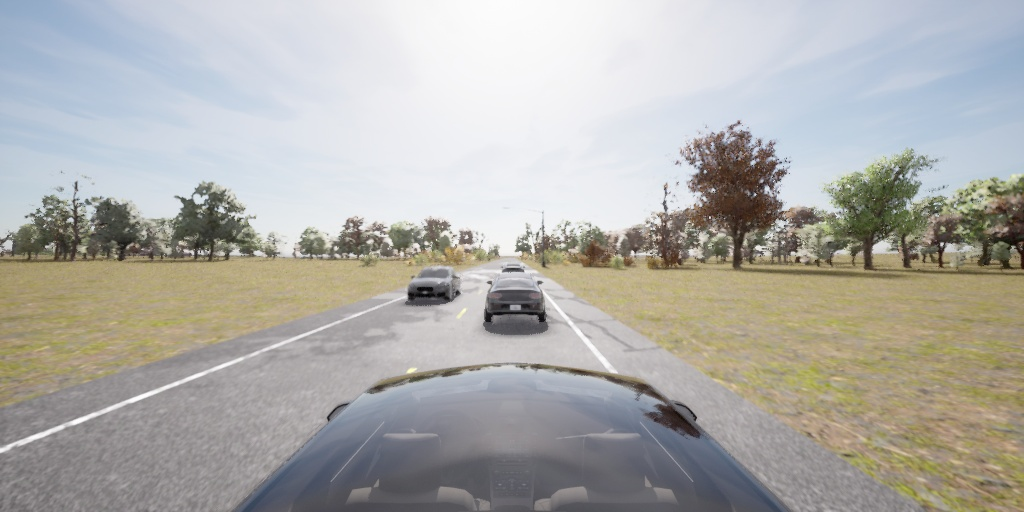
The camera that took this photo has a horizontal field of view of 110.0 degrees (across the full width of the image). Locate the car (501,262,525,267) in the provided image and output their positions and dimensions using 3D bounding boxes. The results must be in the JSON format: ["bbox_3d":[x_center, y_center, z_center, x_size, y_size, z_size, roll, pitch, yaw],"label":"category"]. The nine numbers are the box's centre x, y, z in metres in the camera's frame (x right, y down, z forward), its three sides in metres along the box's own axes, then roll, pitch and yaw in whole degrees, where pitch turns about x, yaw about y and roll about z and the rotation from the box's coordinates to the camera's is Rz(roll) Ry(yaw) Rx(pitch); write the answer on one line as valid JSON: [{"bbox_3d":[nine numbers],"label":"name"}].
[{"bbox_3d":[0.096,1.258,30.215,1.837,1.490,4.892,0,0,0],"label":"car"}]

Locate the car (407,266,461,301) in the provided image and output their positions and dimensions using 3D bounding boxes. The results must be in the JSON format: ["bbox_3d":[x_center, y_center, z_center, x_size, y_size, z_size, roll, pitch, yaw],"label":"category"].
[{"bbox_3d":[-3.602,1.257,17.270,1.837,1.490,4.892,0,0,0],"label":"car"}]

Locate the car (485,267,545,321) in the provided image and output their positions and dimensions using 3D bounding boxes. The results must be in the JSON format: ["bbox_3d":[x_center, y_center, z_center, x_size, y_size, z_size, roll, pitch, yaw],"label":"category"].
[{"bbox_3d":[0.099,1.277,12.345,1.812,1.442,4.674,0,0,0],"label":"car"}]
